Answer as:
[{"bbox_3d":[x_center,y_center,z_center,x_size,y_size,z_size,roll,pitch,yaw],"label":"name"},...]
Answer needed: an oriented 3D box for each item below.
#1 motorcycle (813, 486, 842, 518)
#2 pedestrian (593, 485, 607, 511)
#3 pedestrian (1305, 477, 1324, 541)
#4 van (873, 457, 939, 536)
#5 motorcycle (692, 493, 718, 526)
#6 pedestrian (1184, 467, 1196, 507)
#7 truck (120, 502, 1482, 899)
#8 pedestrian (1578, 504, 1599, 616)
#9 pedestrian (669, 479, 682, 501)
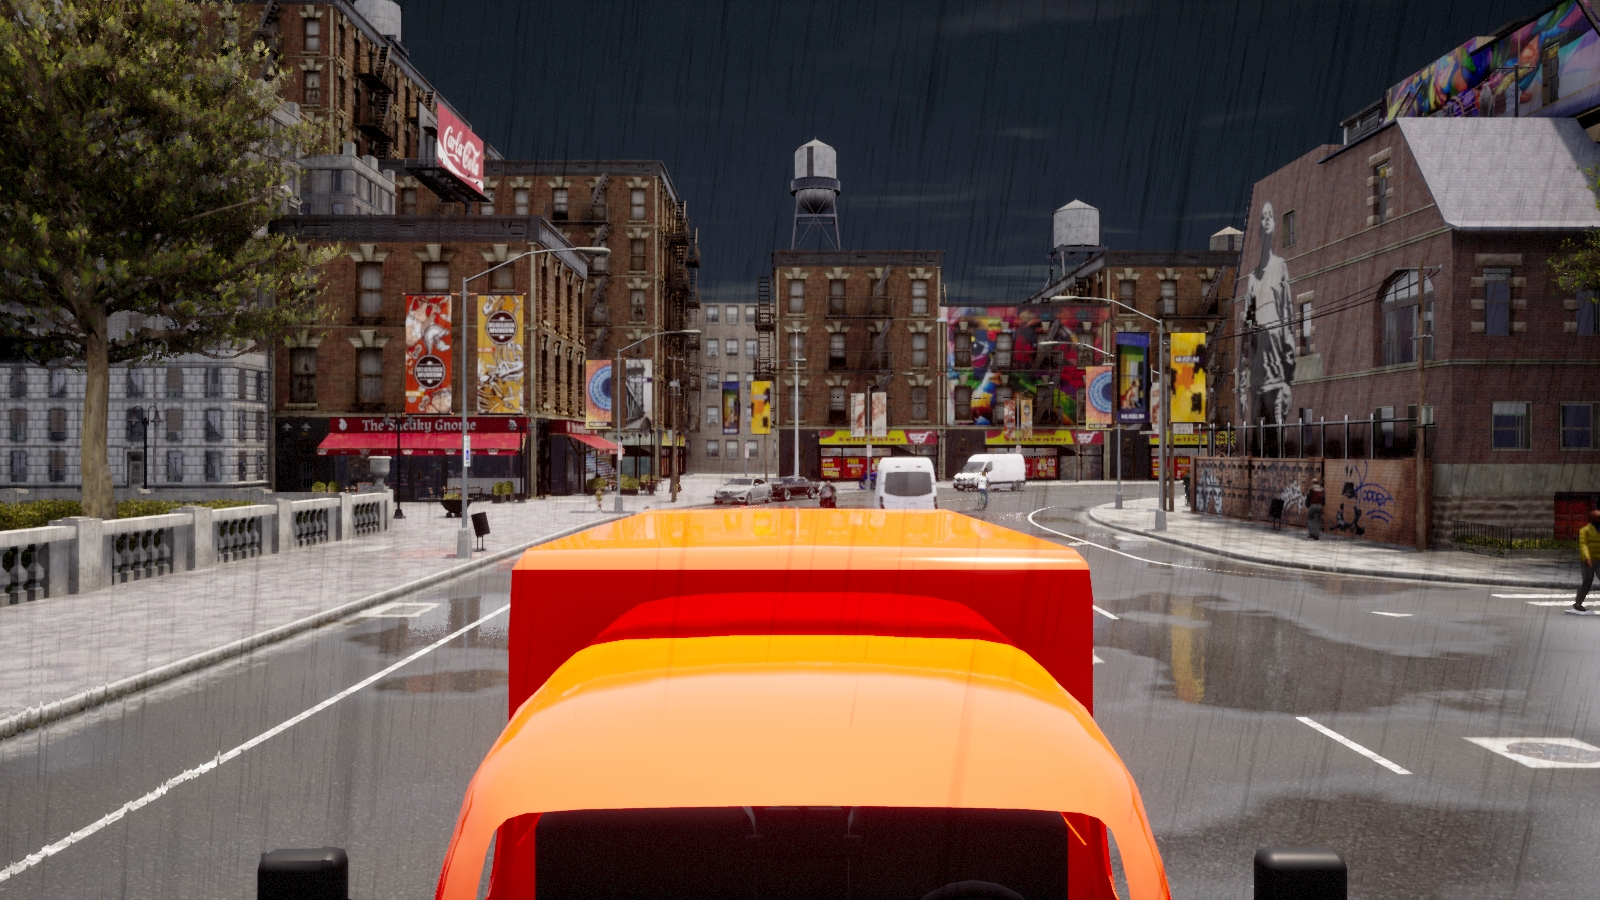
[{"bbox_3d":[1.203,2.224,48.974,0.867,1.251,2.209,1,0,11],"label":"motorcycle"},{"bbox_3d":[-8.669,2.095,49.496,0.500,1.100,0.500,0,0,6],"label":"pedestrian"},{"bbox_3d":[15.031,1.709,33.371,0.375,1.860,0.375,0,0,0],"label":"pedestrian"},{"bbox_3d":[3.685,1.551,40.605,1.988,2.561,5.915,0,0,2],"label":"van"},{"bbox_3d":[-3.568,2.230,43.056,0.803,1.145,2.033,0,0,0],"label":"motorcycle"},{"bbox_3d":[18.129,1.717,53.139,0.375,1.860,0.375,0,0,-39],"label":"pedestrian"},{"bbox_3d":[-0.002,1.571,4.805,2.627,2.467,5.204,0,0,0],"label":"truck"},{"bbox_3d":[13.522,1.857,19.406,0.375,1.860,0.375,0,0,0],"label":"pedestrian"},{"bbox_3d":[-6.569,2.099,60.259,0.500,1.100,0.500,0,0,23],"label":"pedestrian"}]
